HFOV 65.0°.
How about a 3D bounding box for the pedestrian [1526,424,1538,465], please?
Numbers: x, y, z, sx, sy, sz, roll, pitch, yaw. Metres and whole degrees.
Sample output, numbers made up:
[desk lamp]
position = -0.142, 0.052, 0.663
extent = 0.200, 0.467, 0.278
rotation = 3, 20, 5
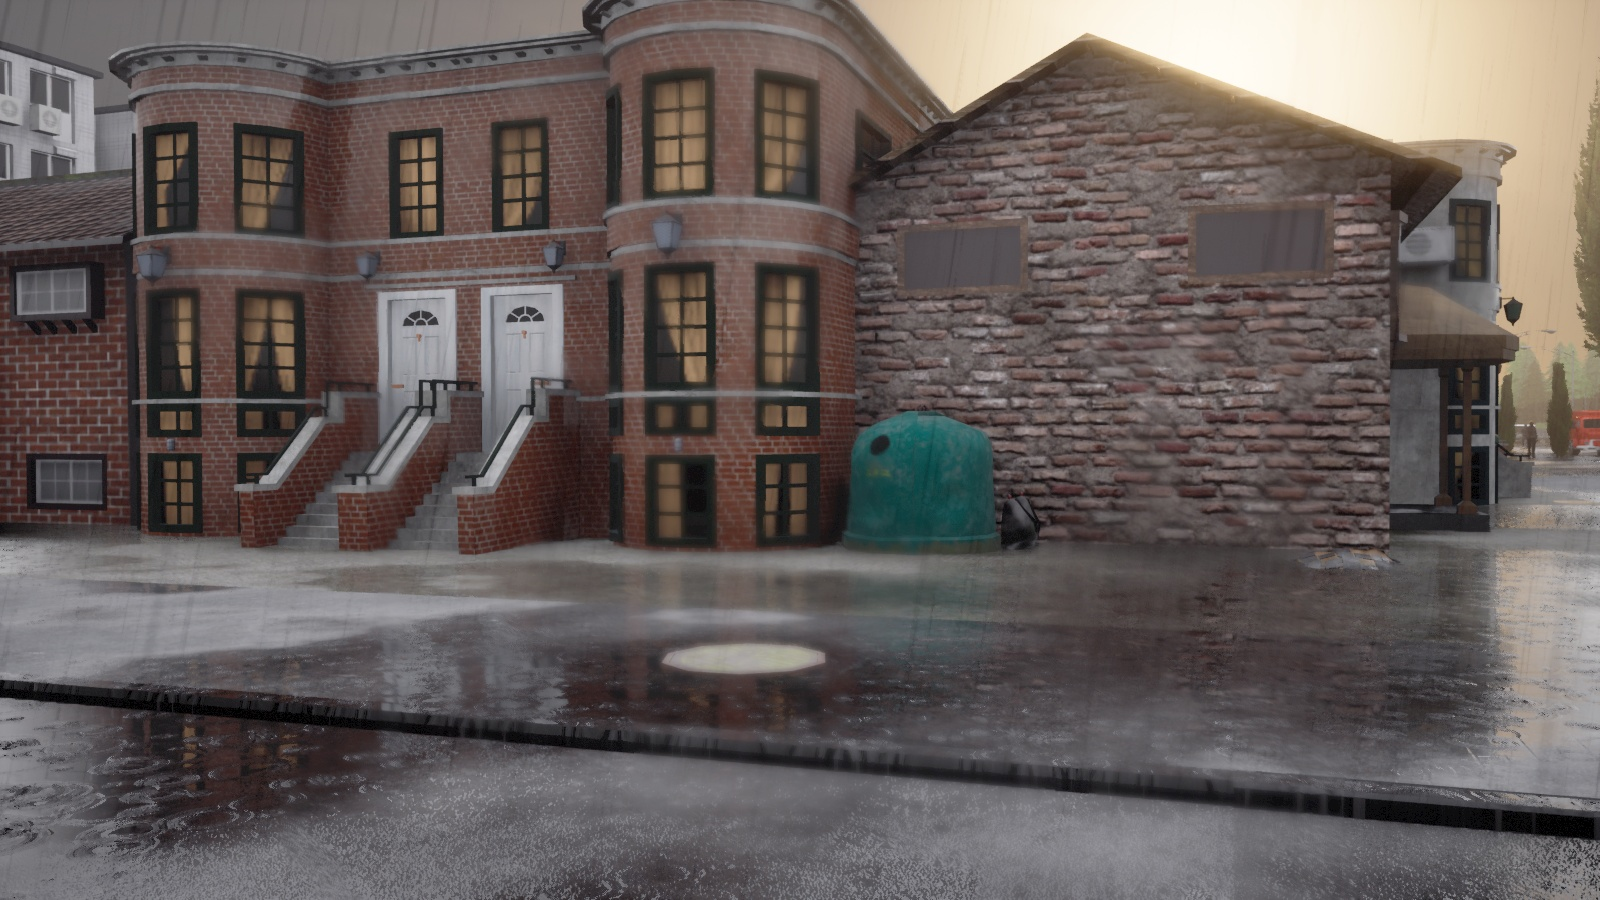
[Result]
[pedestrian]
position = 33.395, -0.256, 57.293
extent = 0.331, 1.846, 0.634
rotation = 1, 1, 20

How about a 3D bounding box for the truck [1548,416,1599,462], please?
[truck]
position = 43.520, -0.609, 69.465
extent = 2.627, 2.467, 5.204
rotation = 1, 1, 19
